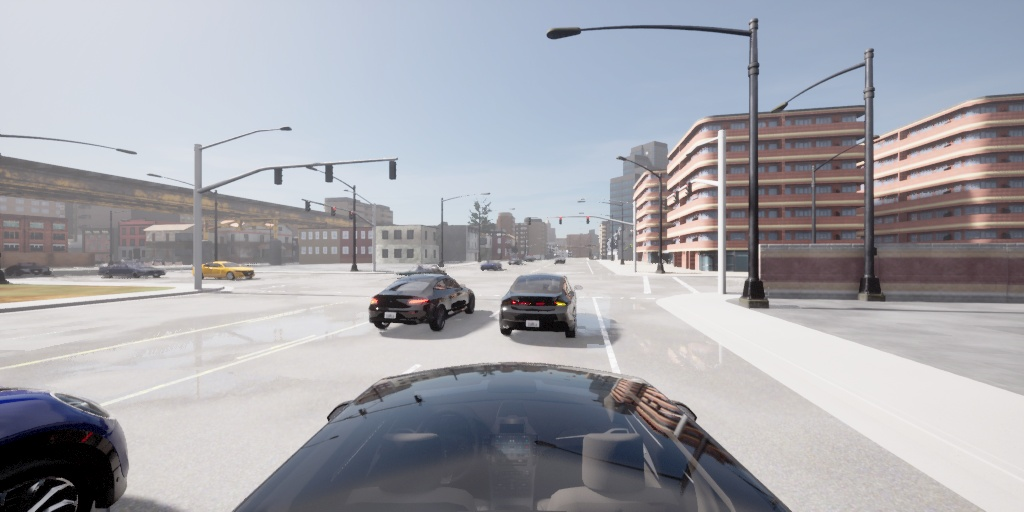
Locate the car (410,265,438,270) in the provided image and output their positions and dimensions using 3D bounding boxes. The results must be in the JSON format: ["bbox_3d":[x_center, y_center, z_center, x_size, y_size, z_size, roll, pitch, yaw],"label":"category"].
[{"bbox_3d":[-6.649,1.326,26.639,1.895,1.301,4.718,0,0,13],"label":"car"}]

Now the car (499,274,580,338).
[{"bbox_3d":[0.914,1.255,10.335,1.837,1.490,4.892,0,0,11],"label":"car"}]

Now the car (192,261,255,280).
[{"bbox_3d":[-24.580,1.228,30.627,5.008,1.535,1.882,0,0,10],"label":"car"}]

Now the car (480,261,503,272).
[{"bbox_3d":[-2.573,1.253,45.167,1.895,1.301,4.718,0,1,11],"label":"car"}]

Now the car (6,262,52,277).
[{"bbox_3d":[-47.717,1.314,35.384,4.181,1.385,1.994,0,0,24],"label":"car"}]

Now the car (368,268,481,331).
[{"bbox_3d":[-2.531,1.276,10.977,1.812,1.442,4.674,0,0,11],"label":"car"}]

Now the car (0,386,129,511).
[{"bbox_3d":[-4.029,1.102,0.798,2.097,1.767,4.553,0,0,4],"label":"car"}]

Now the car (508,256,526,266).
[{"bbox_3d":[0.558,0.904,61.242,2.128,1.511,4.902,0,1,11],"label":"car"}]

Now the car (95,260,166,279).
[{"bbox_3d":[-34.237,1.297,32.266,5.357,1.411,2.033,0,0,9],"label":"car"}]
